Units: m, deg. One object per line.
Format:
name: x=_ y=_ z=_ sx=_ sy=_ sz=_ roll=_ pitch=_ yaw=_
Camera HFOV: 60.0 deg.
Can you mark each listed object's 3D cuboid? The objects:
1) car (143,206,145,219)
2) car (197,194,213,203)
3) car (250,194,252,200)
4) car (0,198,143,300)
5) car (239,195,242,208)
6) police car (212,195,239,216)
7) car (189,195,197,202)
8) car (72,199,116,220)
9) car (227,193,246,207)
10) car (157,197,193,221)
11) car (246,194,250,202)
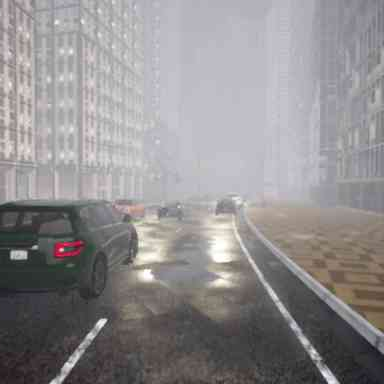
car: x=-5.081 y=1.261 z=25.236 sx=2.097 sy=1.767 sz=4.553 roll=0 pitch=0 yaw=7
car: x=3.086 y=1.161 z=65.935 sx=2.097 sy=1.767 sz=4.553 roll=0 pitch=0 yaw=16
car: x=14.137 y=1.152 z=83.931 sx=1.882 sy=1.535 sz=5.008 roll=0 pitch=0 yaw=11
car: x=-2.918 y=1.190 z=8.485 sx=2.150 sy=2.045 sz=5.566 roll=0 pitch=0 yaw=2
car: x=4.867 y=1.433 z=41.278 sx=1.812 sy=1.442 sz=4.674 roll=0 pitch=0 yaw=11
police car: x=3.297 y=1.352 z=31.763 sx=1.930 sy=1.638 sz=5.238 roll=0 pitch=0 yaw=8
car: x=0.425 y=1.303 z=68.437 sx=2.033 sy=1.411 sz=5.357 roll=0 pitch=0 yaw=16
car: x=-8.060 y=1.414 z=27.828 sx=1.812 sy=1.442 sz=4.674 roll=0 pitch=0 yaw=7
car: x=6.021 y=1.121 z=47.045 sx=2.150 sy=2.045 sz=5.566 roll=0 pitch=0 yaw=12
car: x=-1.480 y=1.412 z=26.490 sx=2.128 sy=1.511 sz=4.902 roll=0 pitch=0 yaw=7
car: x=9.587 y=1.456 z=65.174 sx=1.895 sy=1.301 sz=4.718 roll=0 pitch=0 yaw=15
